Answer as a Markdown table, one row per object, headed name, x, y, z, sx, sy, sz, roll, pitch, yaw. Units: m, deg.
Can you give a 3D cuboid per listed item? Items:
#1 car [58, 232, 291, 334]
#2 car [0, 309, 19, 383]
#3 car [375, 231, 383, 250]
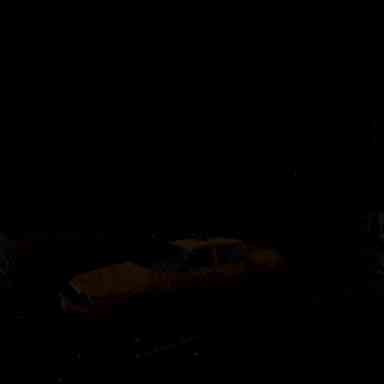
| name | x | y | z | sx | sy | sz | roll | pitch | yaw |
| --- | --- | --- | --- | --- | --- | --- | --- | --- | --- |
| car | -0.081 | 1.537 | 6.721 | 4.829 | 1.417 | 1.752 | 1 | -1 | -34 |
| car | -3.546 | 1.213 | 0.847 | 5.566 | 2.045 | 2.150 | 0 | 0 | -36 |
| car | 9.130 | 1.573 | 13.290 | 4.829 | 1.417 | 1.752 | 0 | 0 | -36 |
